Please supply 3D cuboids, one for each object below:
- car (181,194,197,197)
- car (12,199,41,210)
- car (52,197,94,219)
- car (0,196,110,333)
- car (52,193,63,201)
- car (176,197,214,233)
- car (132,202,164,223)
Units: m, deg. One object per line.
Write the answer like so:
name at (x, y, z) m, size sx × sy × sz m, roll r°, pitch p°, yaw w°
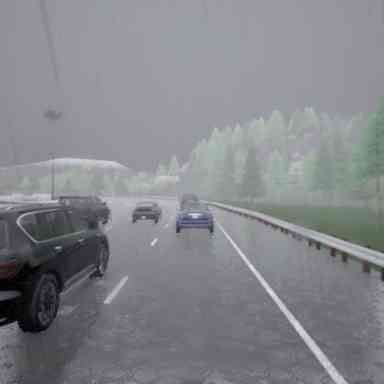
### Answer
car at (-0.432, 1.224, 40.452) m, size 2.150 × 2.045 × 5.566 m, roll 0°, pitch 0°, yaw -4°
car at (-22.001, 1.587, 44.375) m, size 1.895 × 1.301 × 4.718 m, roll 0°, pitch 0°, yaw -5°
car at (-10.427, 1.346, 29.537) m, size 2.097 × 1.767 × 4.553 m, roll 0°, pitch 0°, yaw -1°
car at (-3.378, 1.219, 6.919) m, size 2.150 × 2.045 × 5.566 m, roll 0°, pitch 0°, yaw 0°
car at (-33.025, 1.161, 81.657) m, size 2.150 × 2.045 × 5.566 m, roll 0°, pitch 0°, yaw -17°
car at (0.173, 1.354, 19.996) m, size 2.097 × 1.767 × 4.553 m, roll 0°, pitch 0°, yaw 0°
car at (-3.344, 1.504, 25.375) m, size 1.837 × 1.490 × 4.892 m, roll 0°, pitch 0°, yaw 0°
